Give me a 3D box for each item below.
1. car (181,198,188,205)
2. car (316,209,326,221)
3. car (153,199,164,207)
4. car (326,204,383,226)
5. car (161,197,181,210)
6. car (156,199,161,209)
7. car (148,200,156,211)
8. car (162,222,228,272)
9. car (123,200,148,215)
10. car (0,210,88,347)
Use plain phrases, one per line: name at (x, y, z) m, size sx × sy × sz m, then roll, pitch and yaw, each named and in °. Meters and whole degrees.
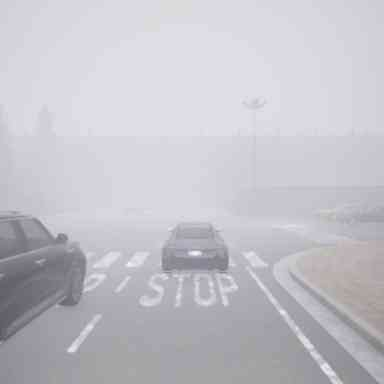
car at (-2.430, 2.309, 82.929) m, size 2.097 × 1.767 × 4.553 m, roll 0°, pitch -1°, yaw 14°
car at (13.197, 1.750, 28.347) m, size 5.008 × 1.535 × 1.882 m, roll 0°, pitch -1°, yaw 0°
car at (-6.998, 2.314, 70.777) m, size 1.837 × 1.490 × 4.892 m, roll 0°, pitch -1°, yaw 0°
car at (13.105, 1.723, 24.852) m, size 4.902 × 1.511 × 2.128 m, roll 0°, pitch -1°, yaw 0°
car at (-3.400, 1.846, 54.295) m, size 2.150 × 2.045 × 5.566 m, roll 0°, pitch -1°, yaw 0°
car at (-7.050, 2.220, 60.300) m, size 1.812 × 1.442 × 4.674 m, roll 0°, pitch -1°, yaw 0°
car at (-7.084, 2.189, 51.033) m, size 1.895 × 1.301 × 4.718 m, roll 0°, pitch -1°, yaw 0°
car at (0.092, 1.688, 11.243) m, size 1.994 × 1.385 × 4.181 m, roll 0°, pitch 0°, yaw 0°
car at (-7.089, 1.826, 41.140) m, size 2.097 × 1.767 × 4.553 m, roll 0°, pitch -1°, yaw 0°
car at (-3.400, 1.282, 5.086) m, size 2.150 × 2.045 × 5.566 m, roll 0°, pitch -1°, yaw 0°
